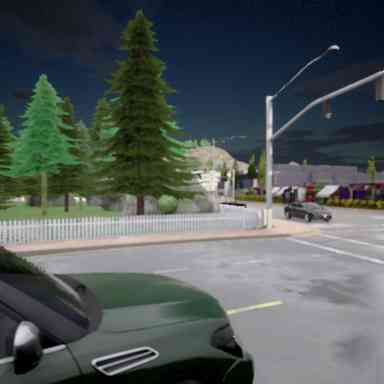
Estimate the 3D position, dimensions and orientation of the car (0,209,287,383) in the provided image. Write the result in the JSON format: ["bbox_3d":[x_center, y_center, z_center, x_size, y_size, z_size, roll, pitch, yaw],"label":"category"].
[{"bbox_3d":[-2.123,1.221,2.106,5.566,2.045,2.150,0,0,-34],"label":"car"}]

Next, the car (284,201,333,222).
[{"bbox_3d":[9.148,1.545,26.563,1.837,1.490,4.892,0,0,-13],"label":"car"}]

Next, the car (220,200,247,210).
[{"bbox_3d":[5.138,1.638,41.372,1.895,1.301,4.718,0,0,-15],"label":"car"}]
